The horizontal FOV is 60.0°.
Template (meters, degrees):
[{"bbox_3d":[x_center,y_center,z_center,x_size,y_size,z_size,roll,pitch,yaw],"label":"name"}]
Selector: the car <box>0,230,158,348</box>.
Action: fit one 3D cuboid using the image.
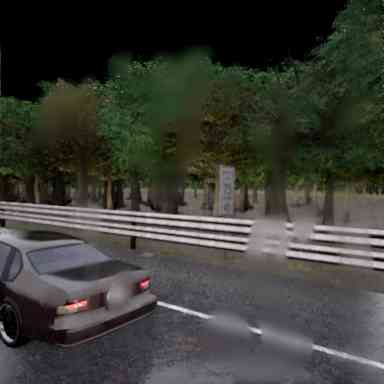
[{"bbox_3d":[-3.095,1.438,6.098,5.357,1.411,2.033,1,1,36],"label":"car"}]
